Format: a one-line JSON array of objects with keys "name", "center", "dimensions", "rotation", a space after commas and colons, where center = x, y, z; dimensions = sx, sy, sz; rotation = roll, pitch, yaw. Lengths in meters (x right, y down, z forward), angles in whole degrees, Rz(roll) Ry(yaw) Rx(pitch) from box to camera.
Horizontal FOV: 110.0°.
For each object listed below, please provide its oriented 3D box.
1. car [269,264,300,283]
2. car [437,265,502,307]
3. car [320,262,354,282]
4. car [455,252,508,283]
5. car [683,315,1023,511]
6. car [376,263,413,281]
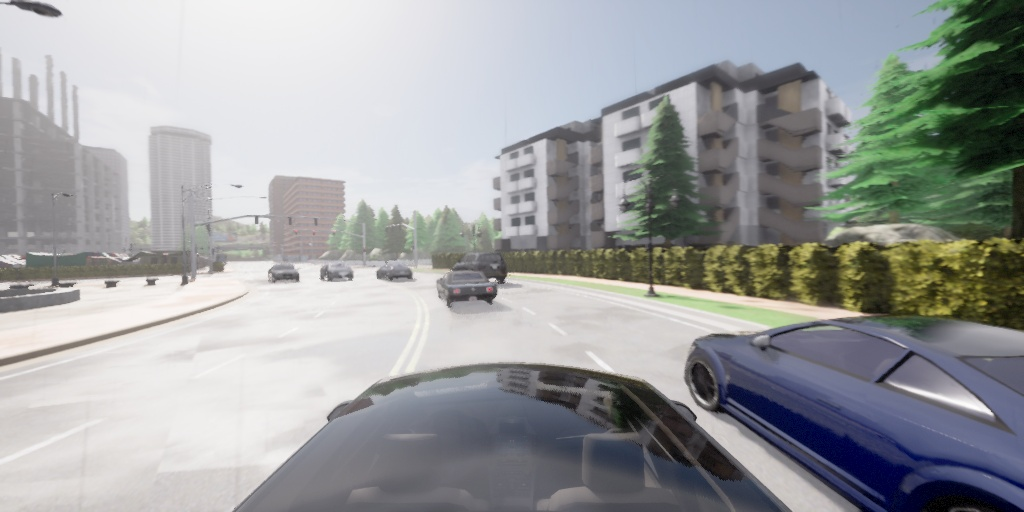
[{"name": "car", "center": [-18.919, 1.409, 29.735], "dimensions": [1.837, 1.490, 4.892], "rotation": [-2, 0, -39]}, {"name": "car", "center": [-2.071, 1.266, 15.112], "dimensions": [1.895, 1.301, 4.718], "rotation": [-1, 1, -17]}, {"name": "car", "center": [-14.785, 1.297, 30.188], "dimensions": [2.128, 1.511, 4.902], "rotation": [-2, 1, -39]}, {"name": "car", "center": [-2.280, 0.799, 24.475], "dimensions": [2.150, 2.045, 5.566], "rotation": [-1, 0, -28]}, {"name": "car", "center": [3.368, 1.223, 3.240], "dimensions": [1.994, 1.385, 4.181], "rotation": [-1, 1, -2]}, {"name": "car", "center": [-9.728, 1.261, 29.511], "dimensions": [1.994, 1.385, 4.181], "rotation": [-2, 1, -37]}]
